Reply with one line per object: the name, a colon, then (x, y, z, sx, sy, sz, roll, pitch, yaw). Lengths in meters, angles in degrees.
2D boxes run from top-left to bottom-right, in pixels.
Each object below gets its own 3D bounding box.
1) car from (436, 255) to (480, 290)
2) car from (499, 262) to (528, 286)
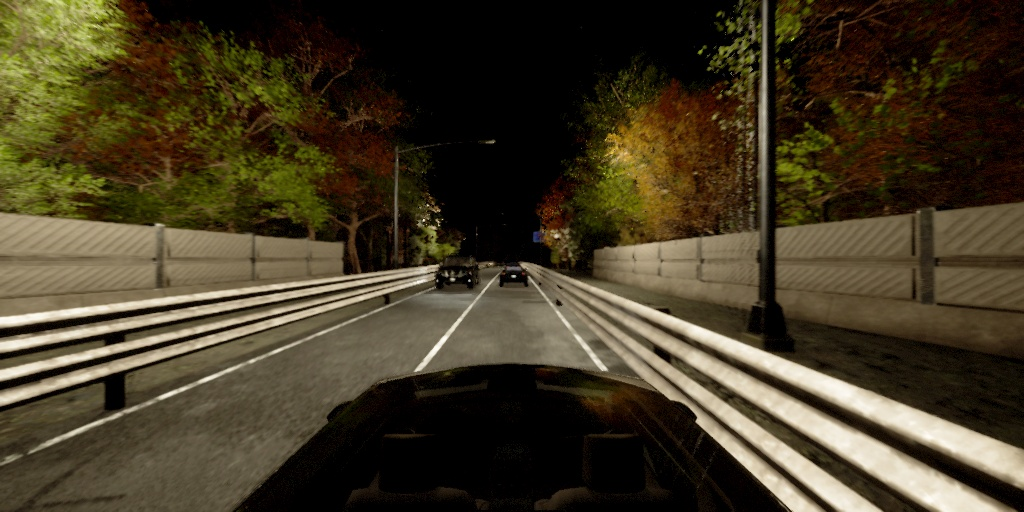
car: (-3.323, 0.962, 22.934, 2.150, 2.045, 5.566, 0, 0, 0)
car: (0.119, 1.331, 25.822, 1.994, 1.385, 4.181, 0, 0, 0)
